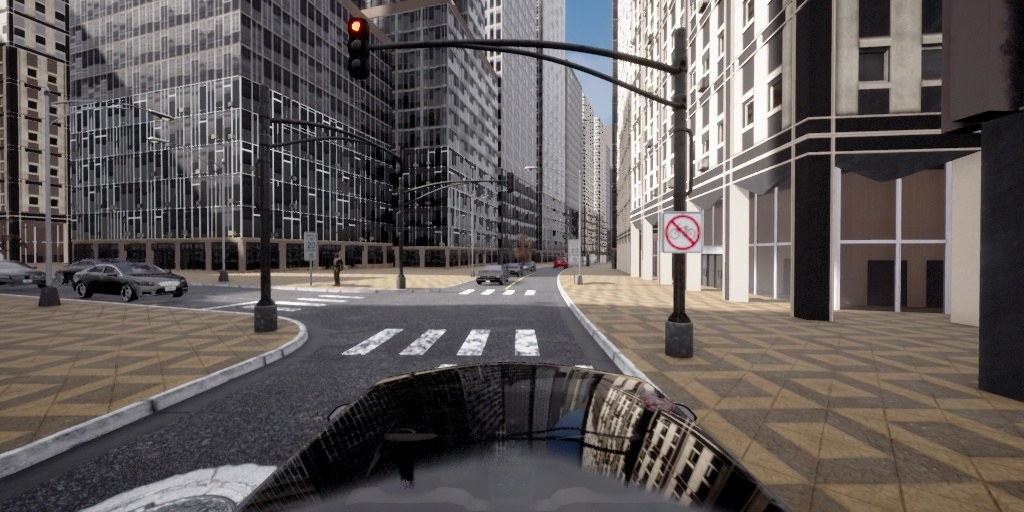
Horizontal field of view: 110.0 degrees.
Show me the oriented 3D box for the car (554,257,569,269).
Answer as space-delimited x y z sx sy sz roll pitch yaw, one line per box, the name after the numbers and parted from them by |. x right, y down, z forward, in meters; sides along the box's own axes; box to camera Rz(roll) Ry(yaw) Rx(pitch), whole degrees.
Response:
8.683 1.188 62.707 2.150 2.045 5.566 0 0 15 | car

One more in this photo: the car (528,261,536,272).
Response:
2.053 1.359 47.585 2.128 1.511 4.902 0 0 12 | car

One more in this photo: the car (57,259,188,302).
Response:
-16.362 1.043 15.395 4.902 1.511 2.128 1 1 16 | car

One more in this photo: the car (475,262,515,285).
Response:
-1.300 1.327 26.766 2.033 1.411 5.357 0 0 7 | car

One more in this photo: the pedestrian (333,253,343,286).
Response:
-9.513 0.716 19.490 0.375 1.860 0.375 0 0 16 | pedestrian

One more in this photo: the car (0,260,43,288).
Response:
-25.921 0.940 18.198 4.674 1.442 1.812 1 1 17 | car

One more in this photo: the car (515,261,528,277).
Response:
0.118 1.363 36.969 2.033 1.411 5.357 0 0 9 | car

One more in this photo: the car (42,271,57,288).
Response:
-23.854 0.898 20.672 4.902 1.511 2.128 1 1 16 | car
